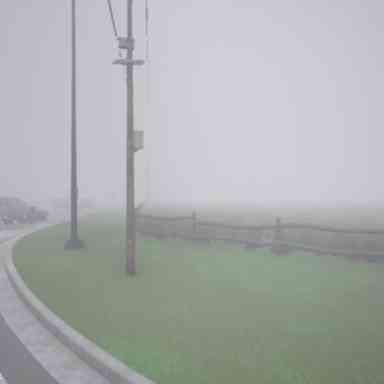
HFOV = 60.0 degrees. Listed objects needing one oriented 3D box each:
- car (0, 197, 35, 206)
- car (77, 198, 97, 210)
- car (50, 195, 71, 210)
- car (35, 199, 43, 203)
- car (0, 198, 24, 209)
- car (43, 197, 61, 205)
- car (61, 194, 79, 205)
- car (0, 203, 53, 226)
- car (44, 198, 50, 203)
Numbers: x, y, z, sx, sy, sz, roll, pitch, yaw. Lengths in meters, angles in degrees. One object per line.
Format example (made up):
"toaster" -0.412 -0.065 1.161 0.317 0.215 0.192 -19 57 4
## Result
"car" -16.695 1.461 30.295 2.150 2.045 5.566 0 0 -7
"car" -15.611 1.686 50.134 2.097 1.767 4.553 0 0 -7
"car" -19.062 1.699 49.523 2.097 1.767 4.553 0 0 -7
"car" -27.186 1.907 57.408 1.882 1.535 5.008 0 0 -7
"car" -30.496 1.919 56.467 1.882 1.535 5.008 0 0 -7
"car" -28.460 1.861 67.750 2.033 1.411 5.357 0 0 -7
"car" -24.991 1.531 68.209 2.150 2.045 5.566 0 0 -7
"car" -12.575 1.794 25.489 1.895 1.301 4.718 0 0 -7
"car" -23.712 1.919 57.836 1.837 1.490 4.892 0 0 -7
